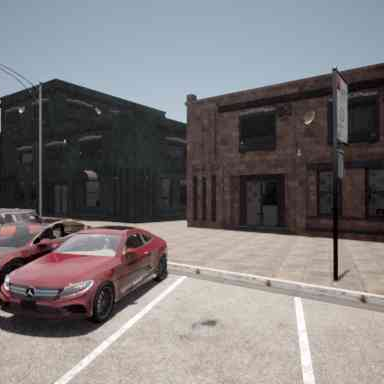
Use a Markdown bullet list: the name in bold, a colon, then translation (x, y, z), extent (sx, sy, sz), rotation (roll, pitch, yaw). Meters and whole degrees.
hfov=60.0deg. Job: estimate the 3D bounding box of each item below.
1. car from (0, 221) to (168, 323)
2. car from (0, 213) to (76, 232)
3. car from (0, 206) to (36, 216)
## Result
- **car**: translation (-1.940, 1.527, 7.450), extent (2.002, 1.452, 4.674), rotation (1, -1, 15)
- **car**: translation (-4.398, 1.517, 9.156), extent (2.163, 1.488, 4.792), rotation (1, -1, 15)
- **car**: translation (-6.826, 1.366, 10.953), extent (2.185, 1.767, 4.553), rotation (1, -1, 15)
